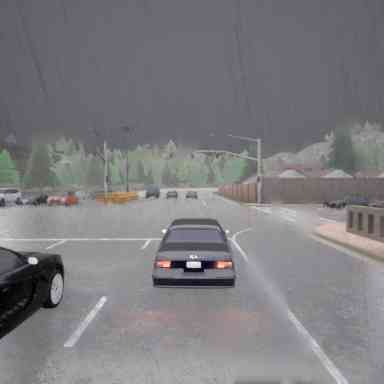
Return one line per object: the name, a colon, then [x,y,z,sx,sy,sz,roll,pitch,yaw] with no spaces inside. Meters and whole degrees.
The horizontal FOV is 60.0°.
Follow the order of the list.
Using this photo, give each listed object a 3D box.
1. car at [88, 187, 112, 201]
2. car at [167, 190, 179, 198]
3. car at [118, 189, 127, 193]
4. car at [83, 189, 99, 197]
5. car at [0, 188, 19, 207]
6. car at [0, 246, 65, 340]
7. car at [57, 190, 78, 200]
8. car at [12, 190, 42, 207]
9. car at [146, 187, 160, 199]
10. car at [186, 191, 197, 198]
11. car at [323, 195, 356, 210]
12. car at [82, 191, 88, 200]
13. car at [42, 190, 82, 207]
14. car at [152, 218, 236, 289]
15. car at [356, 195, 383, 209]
car: [-14.224,0.267,52.854,2.150,2.045,5.566,0,1,0]
car: [-3.559,0.377,61.396,2.128,1.511,4.902,0,1,0]
car: [-14.176,0.108,68.420,2.097,1.767,4.553,0,1,0]
car: [-21.180,0.196,70.236,1.882,1.535,5.008,0,1,0]
car: [-21.193,0.563,37.216,2.150,2.045,5.566,0,1,0]
car: [-3.453,1.421,4.614,1.882,1.535,5.008,0,1,0]
car: [-21.221,0.471,56.993,1.837,1.490,4.892,0,1,0]
car: [-17.694,0.826,37.572,2.128,1.511,4.902,0,1,0]
car: [-7.055,0.121,60.616,2.150,2.045,5.566,0,1,0]
car: [-0.059,0.439,61.956,1.994,1.385,4.181,0,1,0]
car: [15.817,0.973,32.700,5.357,1.411,2.033,0,1,2]
car: [-17.718,0.561,53.369,1.812,1.442,4.674,0,1,0]
car: [-14.192,0.700,36.689,2.097,1.767,4.553,0,1,0]
car: [0.089,1.417,8.986,2.033,1.411,5.357,0,1,1]
car: [17.798,1.040,29.132,5.357,1.411,2.033,0,1,2]
